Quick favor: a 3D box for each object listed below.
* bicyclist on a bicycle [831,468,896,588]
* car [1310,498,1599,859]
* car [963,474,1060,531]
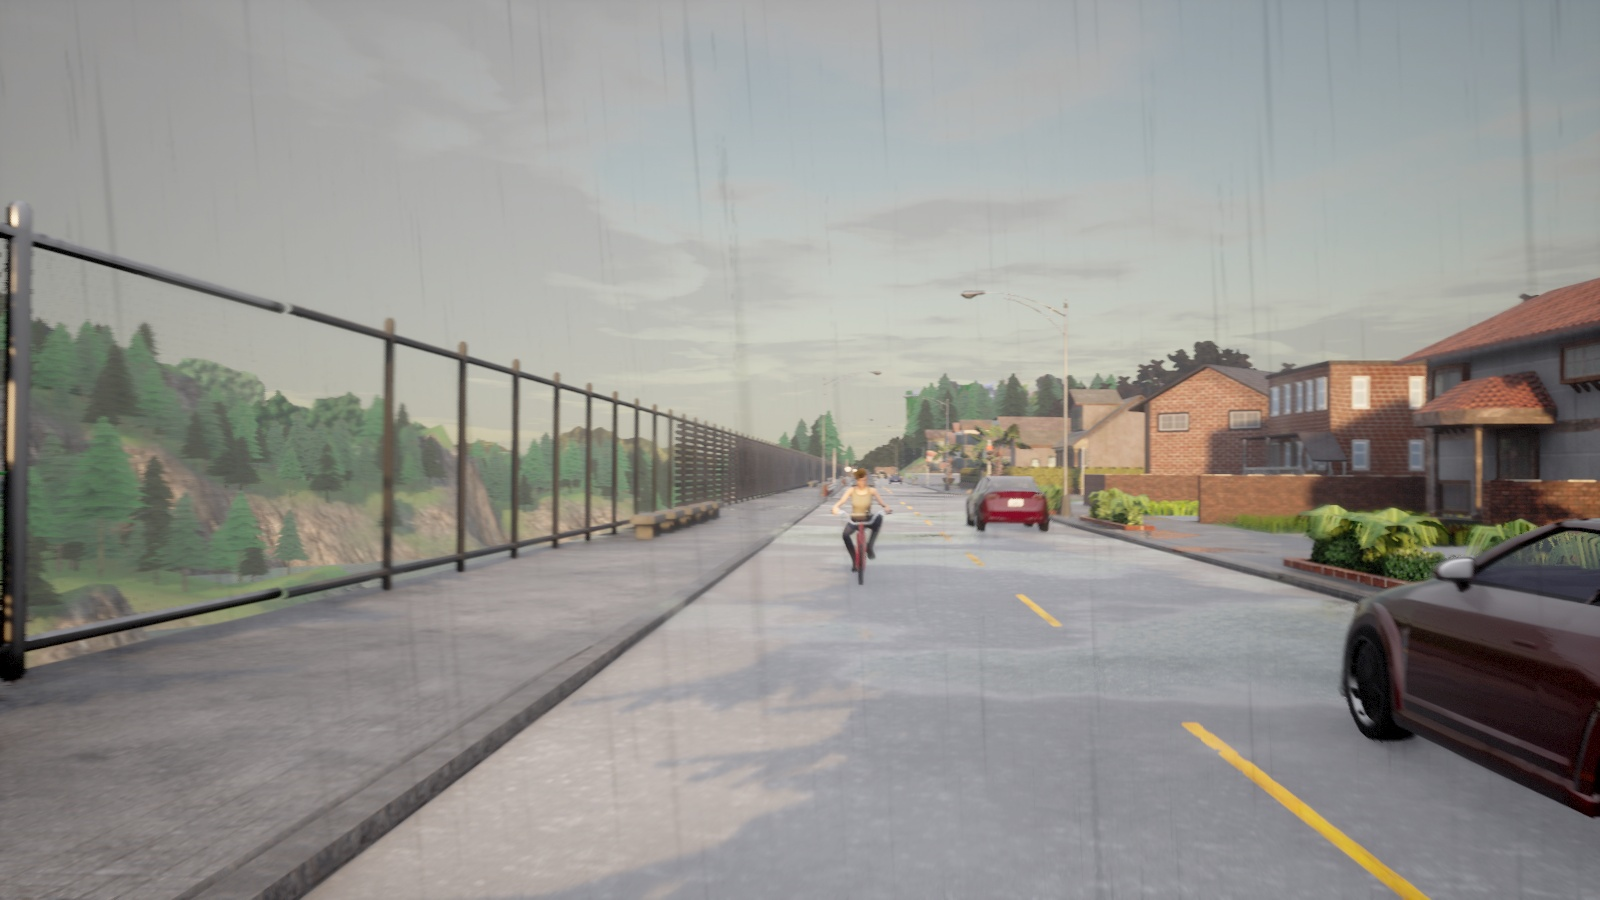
[{"bbox_3d":[0.899,1.057,17.665,0.866,1.612,1.509,0,-1,3],"label":"bicyclist on a bicycle"},{"bbox_3d":[4.284,0.977,6.198,1.994,1.385,4.181,0,-1,3],"label":"car"},{"bbox_3d":[5.828,1.413,35.160,2.163,1.488,4.792,0,-1,3],"label":"car"}]
